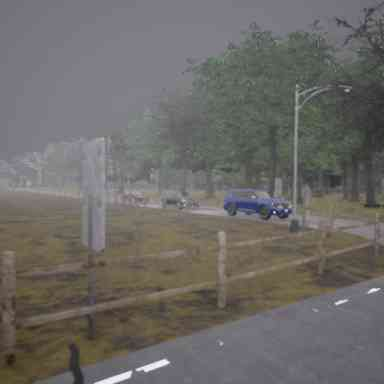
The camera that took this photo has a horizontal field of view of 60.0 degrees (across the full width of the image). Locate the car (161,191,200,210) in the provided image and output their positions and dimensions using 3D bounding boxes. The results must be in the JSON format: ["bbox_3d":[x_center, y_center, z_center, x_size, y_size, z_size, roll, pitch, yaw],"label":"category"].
[{"bbox_3d":[-1.136,0.714,32.470,2.097,1.767,4.553,0,1,-34],"label":"car"}]

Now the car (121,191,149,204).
[{"bbox_3d":[-7.004,0.599,40.755,1.882,1.535,5.008,0,1,-35],"label":"car"}]

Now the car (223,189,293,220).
[{"bbox_3d":[4.664,0.821,24.291,2.150,2.045,5.566,0,1,-35],"label":"car"}]
